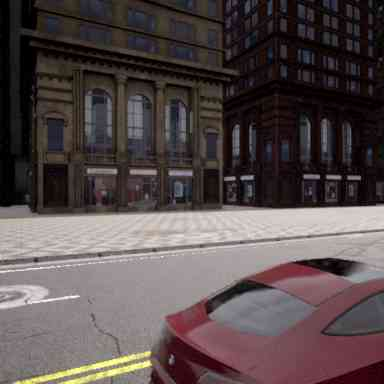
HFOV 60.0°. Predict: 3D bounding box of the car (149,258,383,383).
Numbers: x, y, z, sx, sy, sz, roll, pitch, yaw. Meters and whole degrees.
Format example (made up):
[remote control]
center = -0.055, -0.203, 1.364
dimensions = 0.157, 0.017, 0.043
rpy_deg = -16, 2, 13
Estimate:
[car]
center = 1.832, 1.526, 3.799
dimensions = 4.674, 1.442, 1.812
rpy_deg = 0, 0, -28
